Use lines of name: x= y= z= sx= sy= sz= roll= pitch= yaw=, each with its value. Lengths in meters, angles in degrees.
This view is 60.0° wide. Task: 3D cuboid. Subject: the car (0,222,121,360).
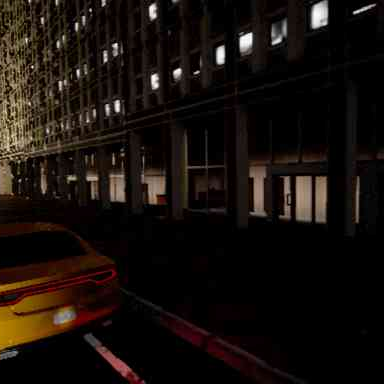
car: x=-3.066 y=1.272 z=5.824 sx=1.882 sy=1.535 sz=5.008 roll=-4 pitch=4 yaw=-39
